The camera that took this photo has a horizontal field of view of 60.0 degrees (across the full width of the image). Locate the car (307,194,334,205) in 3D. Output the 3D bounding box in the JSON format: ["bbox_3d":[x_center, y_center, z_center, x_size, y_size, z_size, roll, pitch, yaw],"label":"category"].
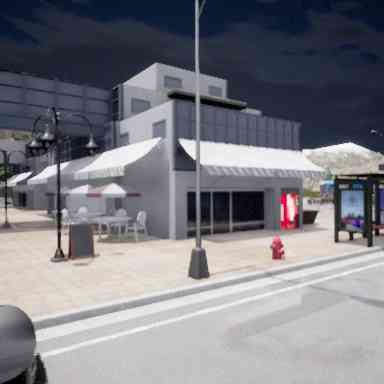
[{"bbox_3d":[19.181,1.054,48.809,5.027,1.636,2.152,0,0,-36],"label":"car"}]

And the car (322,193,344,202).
[{"bbox_3d":[28.467,1.078,66.920,4.514,1.523,2.007,0,0,-36],"label":"car"}]

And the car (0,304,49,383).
[{"bbox_3d":[-3.392,1.490,1.555,5.008,1.535,1.882,0,0,-35],"label":"car"}]
